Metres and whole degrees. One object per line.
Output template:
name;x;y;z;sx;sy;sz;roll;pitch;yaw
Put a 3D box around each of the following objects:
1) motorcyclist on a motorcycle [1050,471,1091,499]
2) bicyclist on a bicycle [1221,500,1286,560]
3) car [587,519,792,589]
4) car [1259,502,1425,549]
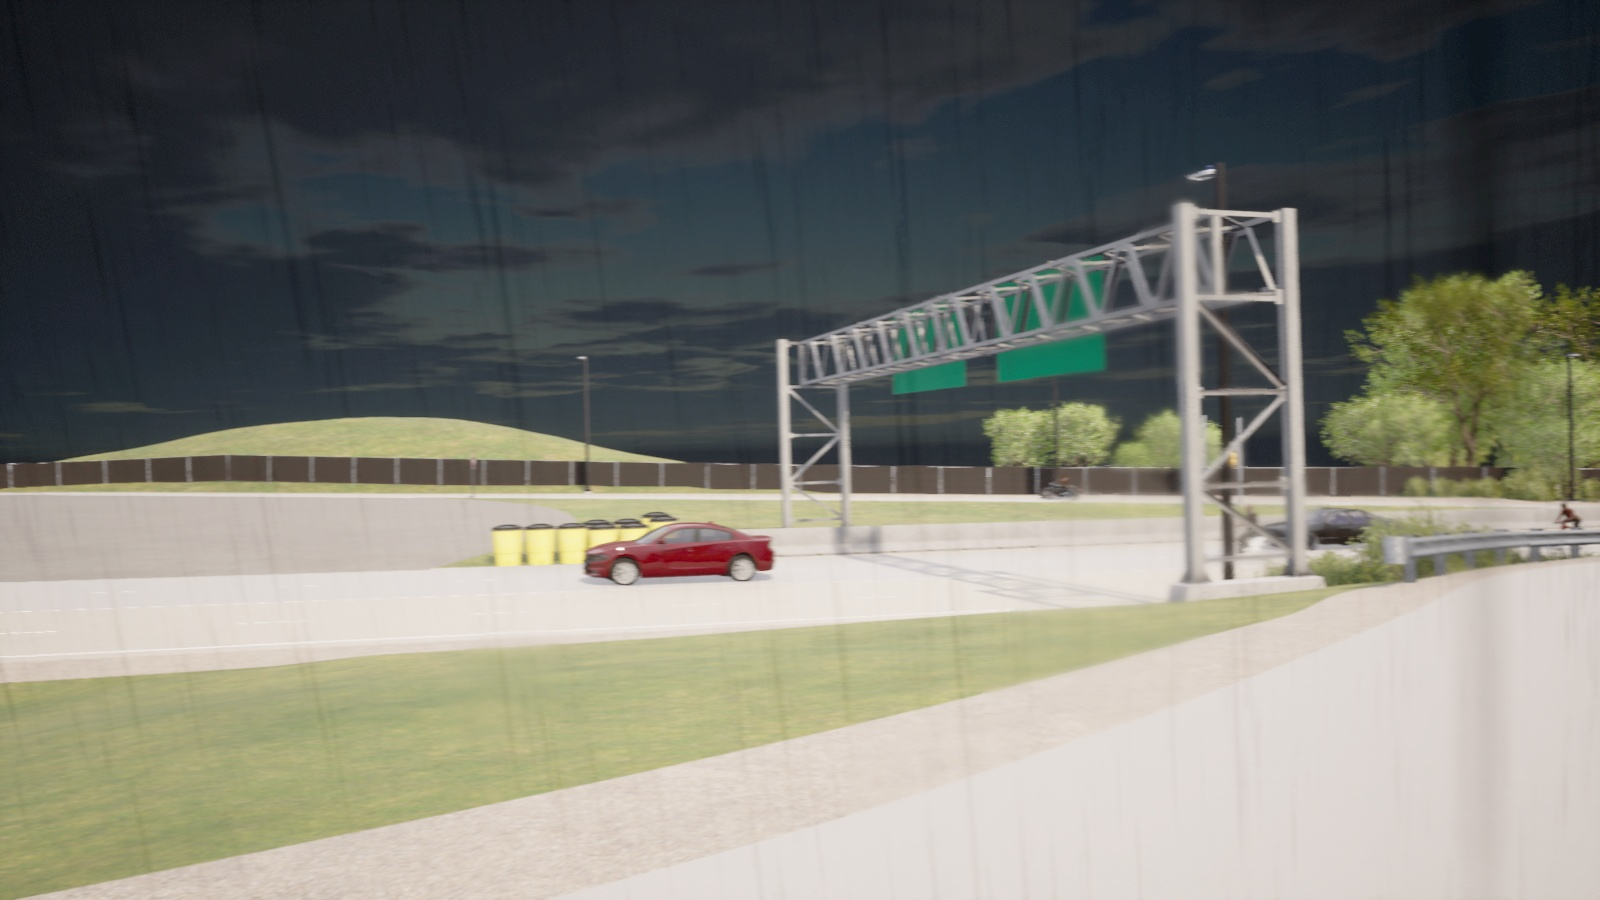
motorcyclist on a motorcycle;16.342;2.122;75.900;2.350;1.649;0.766;0;0;8
bicyclist on a bicycle;13.886;2.438;38.428;1.843;1.776;0.659;0;0;-19
car;-2.897;2.660;32.689;5.008;1.535;1.882;0;0;-18
car;18.919;2.600;43.853;5.357;1.411;2.033;0;0;-19
